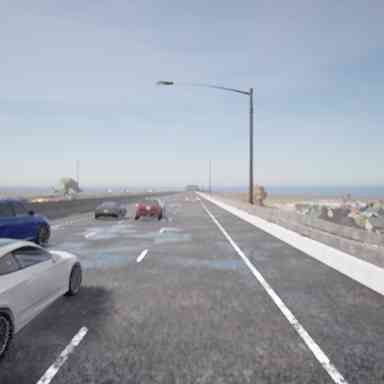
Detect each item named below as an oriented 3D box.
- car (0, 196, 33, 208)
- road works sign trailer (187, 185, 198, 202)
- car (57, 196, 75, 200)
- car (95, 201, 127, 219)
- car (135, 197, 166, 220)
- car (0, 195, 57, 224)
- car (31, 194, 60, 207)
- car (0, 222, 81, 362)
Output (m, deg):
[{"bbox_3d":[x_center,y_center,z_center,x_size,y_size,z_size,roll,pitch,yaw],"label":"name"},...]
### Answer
[{"bbox_3d":[-24.508,1.364,46.460,2.128,1.511,4.902,0,0,1],"label":"car"},{"bbox_3d":[0.085,0.251,71.252,2.380,3.560,2.880,0,0,0],"label":"road works sign trailer"},{"bbox_3d":[-17.517,1.351,46.167,1.882,1.535,5.008,0,0,0],"label":"car"},{"bbox_3d":[-6.866,1.490,28.466,1.994,1.385,4.181,0,0,0],"label":"car"},{"bbox_3d":[-3.367,1.280,27.748,2.097,1.767,4.553,0,0,0],"label":"car"},{"bbox_3d":[-6.886,1.194,11.255,2.150,2.045,5.566,0,0,0],"label":"car"},{"bbox_3d":[-21.007,1.220,47.846,2.097,1.767,4.553,0,0,0],"label":"car"},{"bbox_3d":[-3.393,1.512,5.586,1.812,1.442,4.674,0,0,0],"label":"car"}]
